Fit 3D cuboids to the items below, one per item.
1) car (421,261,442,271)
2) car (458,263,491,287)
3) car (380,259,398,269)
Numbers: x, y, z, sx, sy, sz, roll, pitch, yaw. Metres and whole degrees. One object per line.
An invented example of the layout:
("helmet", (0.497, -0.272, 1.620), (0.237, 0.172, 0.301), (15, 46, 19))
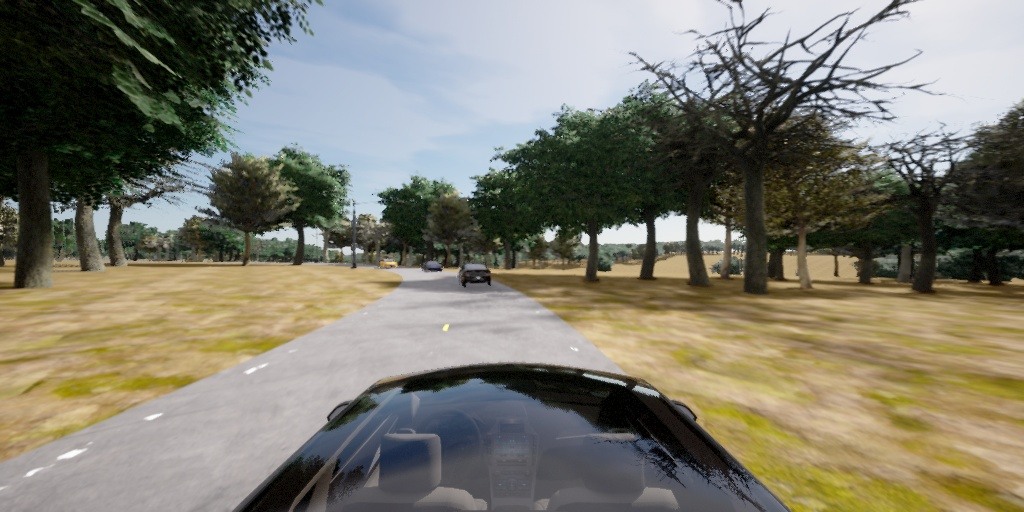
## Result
("car", (-10.928, 1.349, 48.534), (1.994, 1.385, 4.181), (0, 0, -26))
("car", (-2.668, 1.235, 25.042), (1.882, 1.535, 5.008), (0, 0, -12))
("car", (-20.208, 1.301, 58.743), (1.882, 1.535, 5.008), (0, 0, -33))
